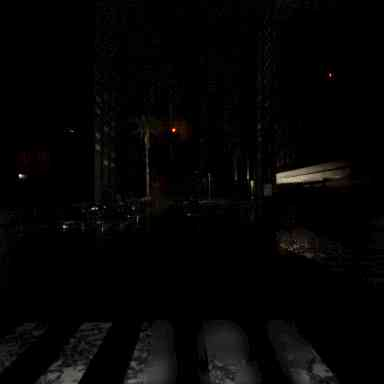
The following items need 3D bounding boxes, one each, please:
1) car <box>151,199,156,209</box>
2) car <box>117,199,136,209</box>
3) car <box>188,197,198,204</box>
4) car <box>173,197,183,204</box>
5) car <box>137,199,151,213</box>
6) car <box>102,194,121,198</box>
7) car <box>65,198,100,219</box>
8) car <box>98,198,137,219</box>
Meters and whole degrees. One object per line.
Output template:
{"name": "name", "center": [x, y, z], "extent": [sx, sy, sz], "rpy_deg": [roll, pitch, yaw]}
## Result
{"name": "car", "center": [-6.471, 1.734, 49.005], "extent": [1.895, 1.301, 4.718], "rpy_deg": [0, 0, 1]}
{"name": "car", "center": [-9.714, 1.701, 49.822], "extent": [1.994, 1.385, 4.181], "rpy_deg": [0, 0, 0]}
{"name": "car", "center": [0.274, 1.790, 69.874], "extent": [1.994, 1.385, 4.181], "rpy_deg": [0, 0, 0]}
{"name": "car", "center": [-2.976, 1.790, 69.857], "extent": [1.994, 1.385, 4.181], "rpy_deg": [0, 0, 0]}
{"name": "car", "center": [-6.505, 1.587, 39.117], "extent": [2.128, 1.511, 4.902], "rpy_deg": [0, 0, 0]}
{"name": "car", "center": [-9.756, 1.319, 39.861], "extent": [2.150, 2.045, 5.566], "rpy_deg": [0, 0, 0]}
{"name": "car", "center": [-9.775, 1.543, 29.915], "extent": [1.882, 1.535, 5.008], "rpy_deg": [0, 0, 0]}
{"name": "car", "center": [-6.529, 1.543, 29.649], "extent": [1.882, 1.535, 5.008], "rpy_deg": [0, 0, 0]}
